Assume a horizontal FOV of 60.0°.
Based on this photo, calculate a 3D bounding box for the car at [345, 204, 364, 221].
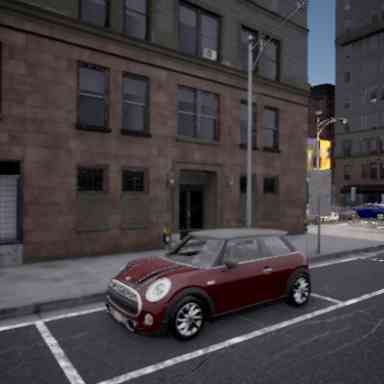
[{"bbox_3d":[12.559,1.815,29.832,1.994,1.385,4.181,1,0,-36],"label":"car"}]

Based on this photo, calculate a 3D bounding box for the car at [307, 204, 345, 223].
[{"bbox_3d":[9.927,1.745,27.921,1.812,1.442,4.674,1,0,-36],"label":"car"}]

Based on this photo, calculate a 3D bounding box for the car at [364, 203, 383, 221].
[{"bbox_3d":[16.298,1.769,30.658,1.882,1.535,5.008,1,0,-36],"label":"car"}]

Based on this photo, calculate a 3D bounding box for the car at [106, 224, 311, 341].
[{"bbox_3d":[0.443,1.483,6.502,4.097,1.590,1.967,1,0,-35],"label":"car"}]
